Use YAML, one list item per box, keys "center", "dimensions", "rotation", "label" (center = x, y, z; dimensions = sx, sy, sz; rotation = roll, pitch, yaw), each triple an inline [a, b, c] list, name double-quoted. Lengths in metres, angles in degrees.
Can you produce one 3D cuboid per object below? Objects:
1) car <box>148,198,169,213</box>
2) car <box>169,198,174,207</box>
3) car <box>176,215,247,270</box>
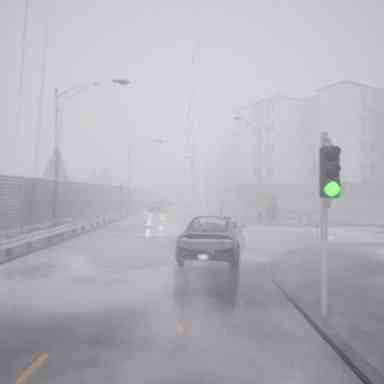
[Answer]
- center: [-4.095, 1.676, 39.725]
  dimensions: [1.837, 1.490, 4.892]
  rotation: [0, 0, 0]
  label: "car"
- center: [-4.050, 1.792, 56.615]
  dimensions: [2.033, 1.411, 5.357]
  rotation: [0, 0, 1]
  label: "car"
- center: [0.785, 1.541, 11.305]
  dimensions: [2.128, 1.511, 4.902]
  rotation: [0, 0, 12]
  label: "car"
